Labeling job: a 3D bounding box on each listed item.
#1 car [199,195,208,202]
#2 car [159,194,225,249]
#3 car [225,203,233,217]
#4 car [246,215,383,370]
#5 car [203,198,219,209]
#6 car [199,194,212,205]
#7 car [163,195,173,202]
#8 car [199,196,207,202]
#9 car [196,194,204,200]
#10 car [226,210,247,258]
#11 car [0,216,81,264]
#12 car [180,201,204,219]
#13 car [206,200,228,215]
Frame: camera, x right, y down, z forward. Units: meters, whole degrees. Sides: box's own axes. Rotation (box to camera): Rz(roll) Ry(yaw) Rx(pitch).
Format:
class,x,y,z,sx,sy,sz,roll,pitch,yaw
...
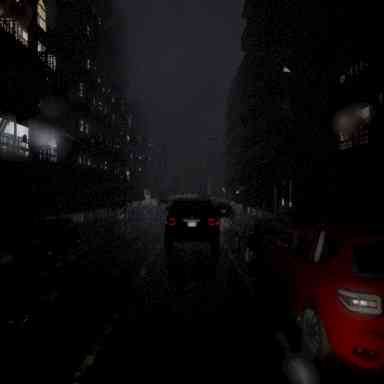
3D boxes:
class,x,y,z,sx,sy,sz,roll,pitch,yaw
car,2.559,1.453,73.729,1.967,1.590,4.097,-1,0,0
car,0.000,1.255,14.680,2.150,2.045,5.566,0,0,0
car,2.523,1.563,28.414,1.947,1.339,4.313,-1,0,0
car,2.520,1.312,5.757,2.192,1.841,5.009,-1,0,0
car,2.523,1.552,45.408,2.008,1.369,4.403,-1,0,0
car,2.542,1.322,62.401,2.192,1.841,5.009,-1,0,0
car,-5.325,1.453,73.938,1.967,1.590,4.097,-1,0,0
car,2.556,1.599,79.394,1.802,1.307,4.206,-1,0,0
car,2.263,1.382,95.014,2.097,1.767,4.553,0,0,0
car,2.523,1.547,11.421,2.008,1.369,4.403,-1,0,0
car,-5.324,1.562,11.774,1.947,1.339,4.313,-1,0,0
car,0.000,1.571,29.652,1.994,1.385,4.181,0,0,0
car,2.523,1.543,34.079,1.887,1.381,4.507,-1,0,0
